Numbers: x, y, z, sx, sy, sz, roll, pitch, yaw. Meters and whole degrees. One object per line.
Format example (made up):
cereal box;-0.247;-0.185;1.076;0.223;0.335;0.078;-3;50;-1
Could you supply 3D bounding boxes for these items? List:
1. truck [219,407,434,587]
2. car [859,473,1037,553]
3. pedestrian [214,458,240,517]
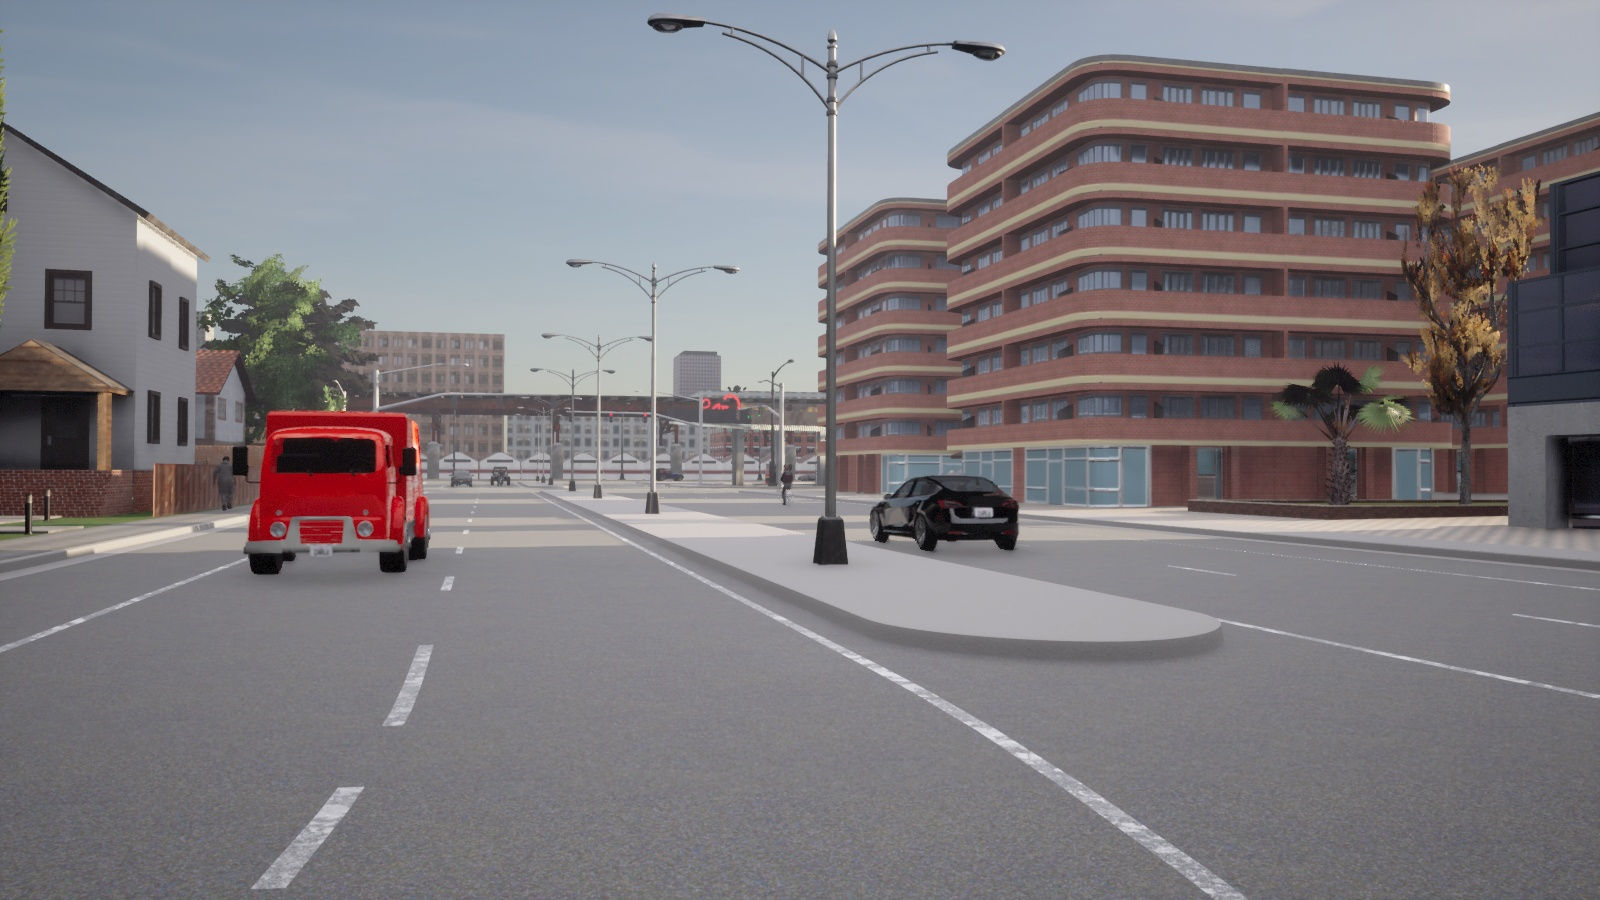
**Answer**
truck;-7.328;0.693;20.099;2.627;2.467;5.204;0;-1;-14
car;2.961;1.243;26.377;2.163;1.488;4.792;0;-1;-14
pedestrian;-19.354;1.256;42.421;0.659;1.952;0.873;0;-1;-13
